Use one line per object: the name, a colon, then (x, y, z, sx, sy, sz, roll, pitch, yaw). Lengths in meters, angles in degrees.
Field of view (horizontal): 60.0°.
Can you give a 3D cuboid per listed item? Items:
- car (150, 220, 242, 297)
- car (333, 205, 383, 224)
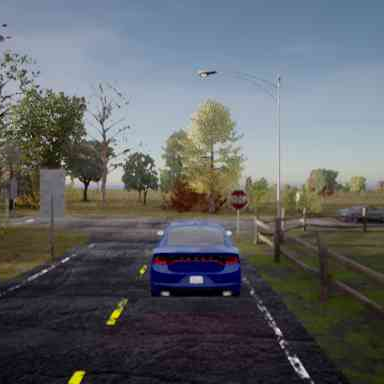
car: (0.074, 1.466, 8.612, 1.882, 1.535, 5.008, 0, 0, 0)
car: (13.401, 1.714, 26.166, 4.181, 1.385, 1.994, 1, 1, 0)
